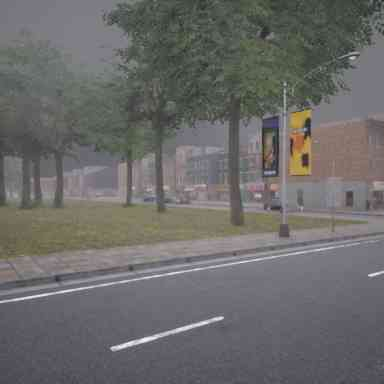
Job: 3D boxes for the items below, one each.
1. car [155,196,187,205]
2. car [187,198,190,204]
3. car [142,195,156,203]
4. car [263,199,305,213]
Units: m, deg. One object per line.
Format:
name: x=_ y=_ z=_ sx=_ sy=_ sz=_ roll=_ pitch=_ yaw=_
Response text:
car: x=-3.532 y=1.368 z=55.511 sx=2.128 sy=1.511 sz=4.902 roll=1 pitch=0 yaw=-35
car: x=-2.296 y=1.380 z=58.695 sx=2.128 sy=1.511 sz=4.902 roll=1 pitch=0 yaw=-35
car: x=-8.301 y=1.332 z=67.009 sx=1.882 sy=1.535 sz=5.008 roll=1 pitch=0 yaw=-36
car: x=10.009 y=1.530 z=36.492 sx=2.128 sy=1.511 sz=4.902 roll=1 pitch=0 yaw=-36
